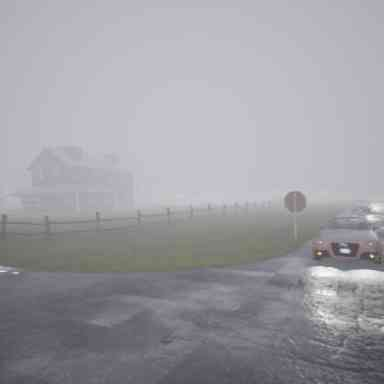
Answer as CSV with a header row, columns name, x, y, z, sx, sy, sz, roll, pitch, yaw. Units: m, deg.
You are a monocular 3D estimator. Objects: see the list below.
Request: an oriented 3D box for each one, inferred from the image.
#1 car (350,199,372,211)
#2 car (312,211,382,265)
name,x,y,z,sx,sy,sz,roll,pitch,yaw
car,17.255,1.478,33.981,1.812,1.442,4.674,-2,-1,28
car,5.504,1.569,11.748,1.994,1.385,4.181,-2,-1,28
